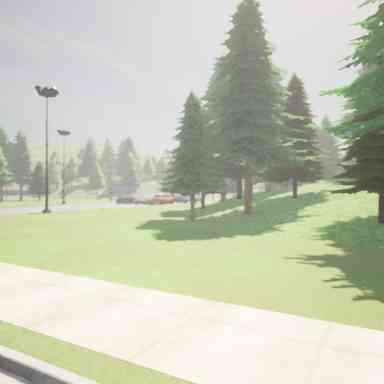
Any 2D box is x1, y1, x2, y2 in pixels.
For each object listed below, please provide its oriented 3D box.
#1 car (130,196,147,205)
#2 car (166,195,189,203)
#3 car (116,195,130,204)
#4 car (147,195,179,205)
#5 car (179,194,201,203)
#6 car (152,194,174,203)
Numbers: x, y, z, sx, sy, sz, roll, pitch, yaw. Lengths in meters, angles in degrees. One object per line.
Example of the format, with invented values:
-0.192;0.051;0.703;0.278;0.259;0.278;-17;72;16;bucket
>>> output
-7.884;1.474;56.549;1.895;1.301;4.718;0;0;31;car
-2.748;1.424;65.505;2.033;1.411;5.357;0;0;30;car
-11.054;1.350;58.065;2.128;1.511;4.902;0;0;31;car
-4.741;1.239;54.985;2.097;1.767;4.553;0;0;31;car
0.296;1.112;63.774;2.150;2.045;5.566;0;0;30;car
-5.789;1.214;67.235;2.097;1.767;4.553;0;0;30;car
